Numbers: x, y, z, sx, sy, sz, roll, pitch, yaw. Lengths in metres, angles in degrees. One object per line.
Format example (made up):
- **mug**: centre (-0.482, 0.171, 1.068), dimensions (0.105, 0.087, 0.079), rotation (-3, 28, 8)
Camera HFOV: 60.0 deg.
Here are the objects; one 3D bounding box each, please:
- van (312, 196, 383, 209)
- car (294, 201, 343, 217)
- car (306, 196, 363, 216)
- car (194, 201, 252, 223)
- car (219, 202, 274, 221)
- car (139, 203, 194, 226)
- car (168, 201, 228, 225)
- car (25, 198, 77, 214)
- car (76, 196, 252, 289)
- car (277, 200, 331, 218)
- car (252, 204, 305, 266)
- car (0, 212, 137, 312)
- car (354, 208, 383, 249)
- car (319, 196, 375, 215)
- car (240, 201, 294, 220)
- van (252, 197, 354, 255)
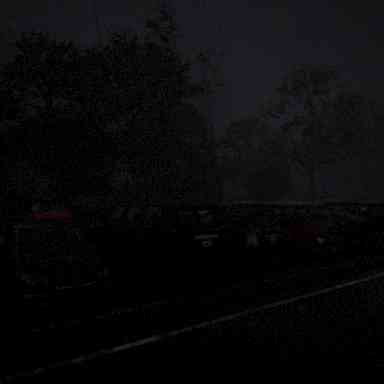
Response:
- **van**: centre (7.864, 1.366, 16.190), dimensions (1.878, 1.987, 4.442), rotation (1, 0, -36)
- **car**: centre (13.739, 1.780, 36.320), dimensions (2.002, 1.452, 4.674), rotation (1, 0, -36)
- **car**: centre (16.122, 1.521, 37.991), dimensions (2.435, 2.045, 5.566), rotation (1, 0, -36)
- **car**: centre (2.514, 1.614, 28.293), dimensions (2.097, 1.535, 5.008), rotation (1, 0, -36)
- **car**: centre (4.793, 1.667, 29.893), dimensions (2.163, 1.488, 4.792), rotation (1, 0, -36)
- **car**: centre (-2.021, 1.608, 25.056), dimensions (2.002, 1.452, 4.674), rotation (1, 0, -36)
- **car**: centre (0.352, 1.588, 26.527), dimensions (1.946, 1.575, 5.366), rotation (1, 0, -36)
- **car**: centre (-8.802, 1.375, 20.182), dimensions (2.185, 1.767, 4.553), rotation (1, 0, -35)
- **car**: centre (-1.210, 1.251, 9.604), dimensions (2.435, 2.045, 5.566), rotation (0, 0, -35)
- **car**: centre (11.576, 1.713, 34.771), dimensions (2.097, 1.535, 5.008), rotation (1, 0, -36)
- **car**: centre (1.104, 1.397, 11.181), dimensions (2.185, 1.767, 4.553), rotation (1, 0, -36)
- **car**: centre (-3.483, 1.484, 7.957), dimensions (2.231, 1.521, 4.892), rotation (0, 0, -35)
- **car**: centre (5.653, 1.570, 14.460), dimensions (2.231, 1.521, 4.892), rotation (1, 0, -36)
- **car**: centre (18.287, 1.551, 39.540), dimensions (2.435, 2.045, 5.566), rotation (1, 0, -36)
- **car**: centre (7.025, 1.690, 31.560), dimensions (2.163, 1.488, 4.792), rotation (1, 0, -36)
- **van**: centre (3.437, 1.320, 12.742), dimensions (1.878, 1.987, 4.442), rotation (1, 0, -36)
